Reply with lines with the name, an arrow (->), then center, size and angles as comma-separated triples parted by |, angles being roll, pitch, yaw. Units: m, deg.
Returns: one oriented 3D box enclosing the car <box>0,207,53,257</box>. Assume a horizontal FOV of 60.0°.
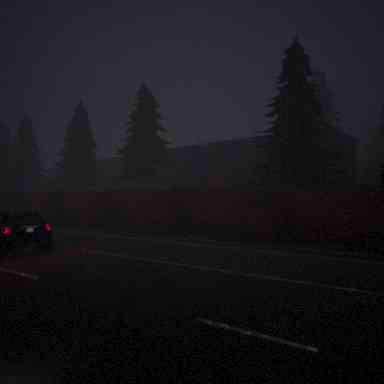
car -> -7.814, 1.481, 13.737 | 4.553, 1.767, 2.097 | -1, -1, 36
